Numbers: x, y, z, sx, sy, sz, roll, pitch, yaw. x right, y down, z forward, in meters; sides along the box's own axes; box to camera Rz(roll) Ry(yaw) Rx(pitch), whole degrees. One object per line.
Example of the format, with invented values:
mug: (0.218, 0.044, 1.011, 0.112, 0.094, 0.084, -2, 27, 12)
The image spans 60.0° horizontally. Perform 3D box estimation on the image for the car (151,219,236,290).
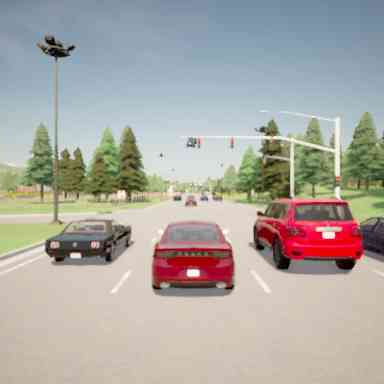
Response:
car: (0.036, 1.488, 9.190, 1.882, 1.535, 5.008, 0, 0, 0)

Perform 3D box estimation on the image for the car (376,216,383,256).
car: (7.044, 1.561, 11.644, 2.033, 1.411, 5.357, 0, 0, 0)

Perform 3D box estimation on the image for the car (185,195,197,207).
car: (-0.157, 1.584, 53.792, 1.812, 1.442, 4.674, 0, 0, 0)

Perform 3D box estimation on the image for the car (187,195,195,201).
car: (-0.247, 1.561, 84.405, 1.882, 1.535, 5.008, 0, 0, 0)

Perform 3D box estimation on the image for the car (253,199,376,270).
car: (3.541, 1.230, 11.243, 2.150, 2.045, 5.566, 0, -1, 0)

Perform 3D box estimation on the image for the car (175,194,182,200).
car: (-3.778, 1.413, 94.815, 1.882, 1.535, 5.008, 0, 0, 0)

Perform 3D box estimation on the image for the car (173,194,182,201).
car: (-3.747, 1.561, 84.395, 1.882, 1.535, 5.008, 0, 0, 0)

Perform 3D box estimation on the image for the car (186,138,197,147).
car: (0.010, -12.199, 77.897, 2.097, 1.767, 4.553, 8, 37, 7)

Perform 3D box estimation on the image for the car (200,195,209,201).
car: (3.252, 1.609, 84.832, 1.812, 1.442, 4.674, 0, 0, 0)

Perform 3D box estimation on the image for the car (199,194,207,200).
car: (3.222, 1.461, 94.836, 2.128, 1.511, 4.902, 0, 0, 0)

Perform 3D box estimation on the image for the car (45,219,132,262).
car: (-3.454, 1.614, 12.127, 1.895, 1.301, 4.718, 0, 0, 0)

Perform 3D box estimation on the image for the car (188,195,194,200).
car: (-0.278, 1.531, 94.855, 1.895, 1.301, 4.718, 0, 0, 0)

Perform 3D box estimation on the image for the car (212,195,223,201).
car: (6.753, 1.609, 84.426, 2.128, 1.511, 4.902, 0, 0, 0)

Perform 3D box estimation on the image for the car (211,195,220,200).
car: (6.722, 1.476, 94.846, 2.033, 1.411, 5.357, 0, 0, 0)
